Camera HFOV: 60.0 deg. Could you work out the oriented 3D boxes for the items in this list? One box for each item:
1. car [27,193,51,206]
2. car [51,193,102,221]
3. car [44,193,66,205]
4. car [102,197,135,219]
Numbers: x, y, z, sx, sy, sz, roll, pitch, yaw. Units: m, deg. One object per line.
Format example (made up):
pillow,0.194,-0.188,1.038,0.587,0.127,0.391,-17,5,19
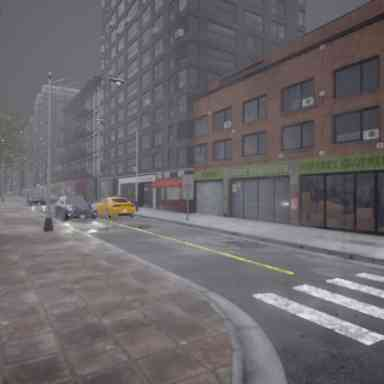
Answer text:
car,-19.694,0.980,42.061,2.033,1.411,5.357,1,0,-32
car,-8.241,0.991,23.506,2.097,1.767,4.553,1,0,-32
car,-19.527,0.929,47.180,2.128,1.511,4.902,1,0,-32
car,-6.011,1.134,25.493,1.882,1.535,5.008,1,0,-32
